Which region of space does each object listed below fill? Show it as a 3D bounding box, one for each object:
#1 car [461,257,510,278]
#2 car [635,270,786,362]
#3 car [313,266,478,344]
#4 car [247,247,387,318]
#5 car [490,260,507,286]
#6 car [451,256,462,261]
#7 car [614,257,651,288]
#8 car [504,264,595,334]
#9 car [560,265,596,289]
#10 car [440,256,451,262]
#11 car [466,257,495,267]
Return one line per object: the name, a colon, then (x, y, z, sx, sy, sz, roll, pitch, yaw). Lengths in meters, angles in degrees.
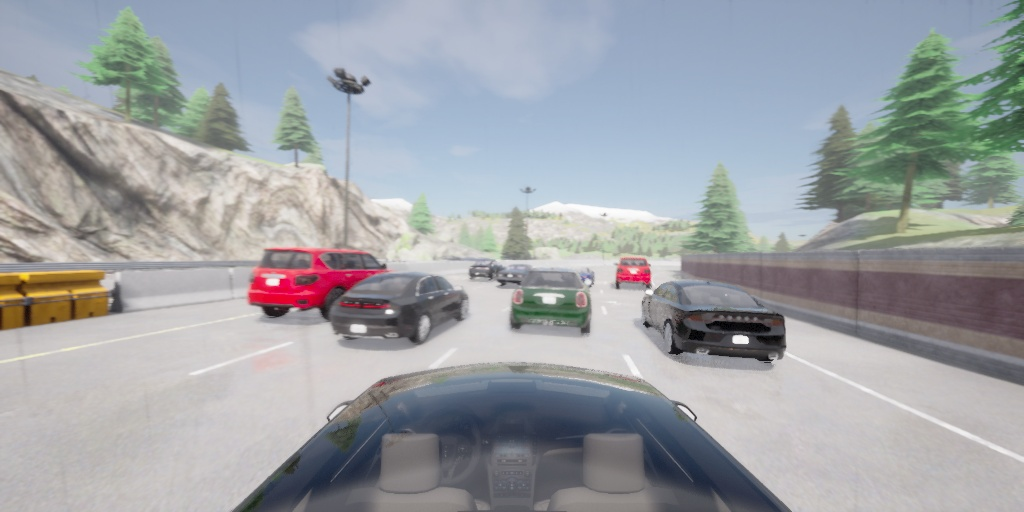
car: (-1.724, 1.076, 27.800, 2.128, 1.511, 4.902, 2, 0, 17)
car: (4.446, 1.307, 8.713, 1.882, 1.535, 5.008, 1, 0, 10)
car: (-2.550, 1.156, 9.340, 1.837, 1.490, 4.892, 1, 1, 10)
car: (-5.640, 0.778, 11.792, 2.150, 2.045, 5.566, 1, 0, 10)
car: (0.581, 1.210, 23.431, 2.033, 1.411, 5.357, 2, 0, 16)
car: (-7.418, 0.836, 60.295, 2.033, 1.411, 5.357, 2, 0, 28)
car: (8.204, 1.073, 24.447, 2.150, 2.045, 5.566, 1, 0, 17)
car: (1.329, 1.096, 10.939, 2.097, 1.767, 4.553, 1, 1, 11)
car: (4.646, 1.360, 24.785, 1.895, 1.301, 4.718, 2, 0, 17)
car: (-10.403, 0.698, 62.053, 2.128, 1.511, 4.902, 2, 0, 28)
car: (-4.930, 0.912, 57.523, 2.033, 1.411, 5.357, 2, 0, 27)
